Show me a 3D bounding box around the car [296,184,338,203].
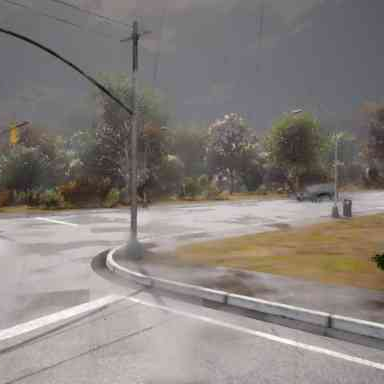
[{"bbox_3d":[14.862,0.123,39.436,5.566,2.045,2.150,-4,3,-30],"label":"car"}]
